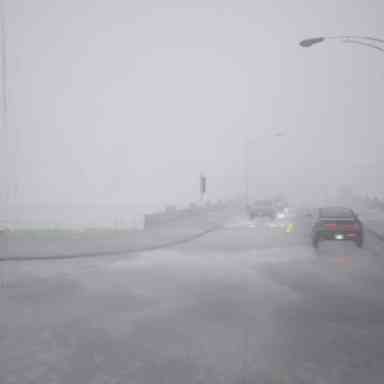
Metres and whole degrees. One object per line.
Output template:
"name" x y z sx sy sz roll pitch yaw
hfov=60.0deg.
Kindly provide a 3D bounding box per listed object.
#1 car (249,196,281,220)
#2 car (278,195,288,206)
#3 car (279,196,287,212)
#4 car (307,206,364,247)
"car" 5.751 1.362 26.591 1.837 1.490 4.892 -1 0 18
"car" 12.021 1.223 45.169 1.837 1.490 4.892 -1 0 18
"car" 8.737 1.392 35.498 1.895 1.301 4.718 -1 0 19
"car" 6.138 1.374 14.471 1.837 1.490 4.892 -1 0 18
